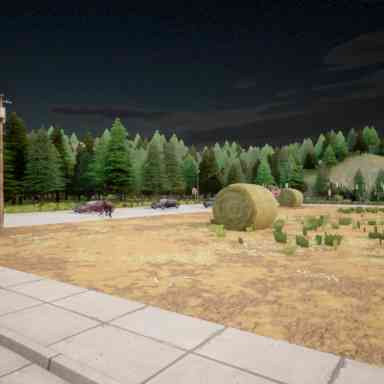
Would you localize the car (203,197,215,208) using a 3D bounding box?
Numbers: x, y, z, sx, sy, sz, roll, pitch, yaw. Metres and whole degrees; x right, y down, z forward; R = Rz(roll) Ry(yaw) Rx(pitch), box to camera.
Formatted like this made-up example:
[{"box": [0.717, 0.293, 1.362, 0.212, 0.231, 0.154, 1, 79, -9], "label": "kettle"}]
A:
[{"box": [3.509, 1.525, 47.779, 2.128, 1.511, 4.902, 0, 0, 37], "label": "car"}]

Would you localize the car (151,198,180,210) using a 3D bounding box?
[{"box": [-3.493, 1.560, 44.385, 1.812, 1.442, 4.674, 0, 0, 37], "label": "car"}]

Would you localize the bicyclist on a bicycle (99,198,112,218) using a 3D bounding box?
[{"box": [-7.027, 1.333, 27.026, 1.656, 1.620, 0.582, 0, 0, 36], "label": "bicyclist on a bicycle"}]

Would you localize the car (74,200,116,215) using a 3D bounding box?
[{"box": [-10.215, 1.560, 35.293, 1.812, 1.442, 4.674, 0, 0, 37], "label": "car"}]
